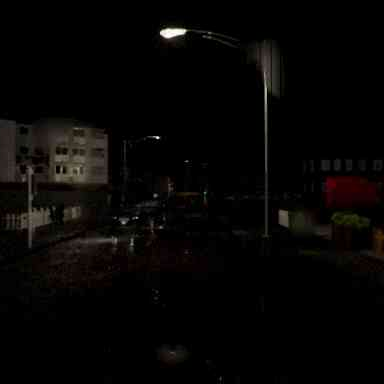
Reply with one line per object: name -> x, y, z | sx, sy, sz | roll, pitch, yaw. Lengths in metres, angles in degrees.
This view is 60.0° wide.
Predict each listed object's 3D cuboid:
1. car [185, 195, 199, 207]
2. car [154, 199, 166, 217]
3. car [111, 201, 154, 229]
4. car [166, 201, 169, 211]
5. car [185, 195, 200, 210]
car -> -0.016, 1.462, 56.835 | 2.150, 2.045, 5.566 | 0, 0, 0
car -> -4.103, 1.629, 32.415 | 2.128, 1.511, 4.902 | 0, 0, 0
car -> -4.107, 1.587, 22.452 | 2.128, 1.511, 4.902 | 0, 0, 0
car -> -4.067, 1.658, 42.590 | 1.882, 1.535, 5.008 | 0, 0, 0
car -> 0.086, 1.551, 46.972 | 2.097, 1.767, 4.553 | 0, 0, 0
